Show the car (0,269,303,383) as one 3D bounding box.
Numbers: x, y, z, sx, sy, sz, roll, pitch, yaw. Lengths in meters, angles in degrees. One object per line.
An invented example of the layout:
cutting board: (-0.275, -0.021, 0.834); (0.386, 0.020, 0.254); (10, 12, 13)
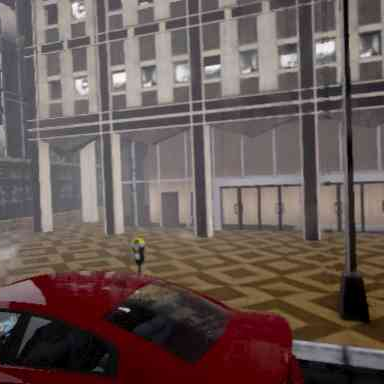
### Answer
car: (-1.327, 1.468, 3.136); (4.507, 1.381, 1.887); (-1, 1, 17)
